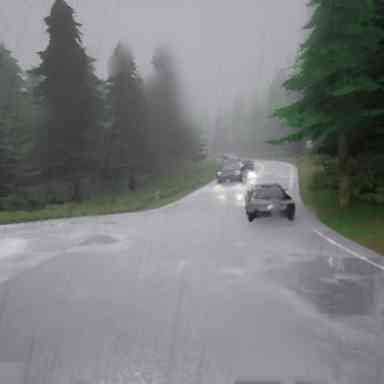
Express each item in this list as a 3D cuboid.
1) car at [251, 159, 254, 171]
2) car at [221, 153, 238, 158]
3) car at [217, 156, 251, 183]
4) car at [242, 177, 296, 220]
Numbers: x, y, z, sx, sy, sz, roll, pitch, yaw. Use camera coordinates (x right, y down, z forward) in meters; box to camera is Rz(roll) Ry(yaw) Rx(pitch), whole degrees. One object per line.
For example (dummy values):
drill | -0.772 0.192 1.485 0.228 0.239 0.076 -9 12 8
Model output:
car | 6.269 -3.226 38.889 1.895 1.301 4.718 -3 9 13
car | 6.235 -5.655 54.388 2.128 1.511 4.902 -4 9 -13
car | 3.551 -1.864 29.162 2.097 1.767 4.553 -3 8 17
car | 3.453 0.310 15.129 1.994 1.385 4.181 -3 7 9
